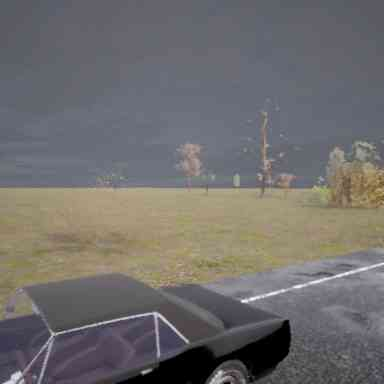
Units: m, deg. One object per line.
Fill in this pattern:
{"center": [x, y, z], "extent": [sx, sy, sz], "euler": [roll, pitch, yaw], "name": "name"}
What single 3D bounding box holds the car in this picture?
{"center": [-1.297, 1.598, 3.068], "extent": [4.718, 1.301, 1.895], "euler": [0, 0, -35], "name": "car"}
